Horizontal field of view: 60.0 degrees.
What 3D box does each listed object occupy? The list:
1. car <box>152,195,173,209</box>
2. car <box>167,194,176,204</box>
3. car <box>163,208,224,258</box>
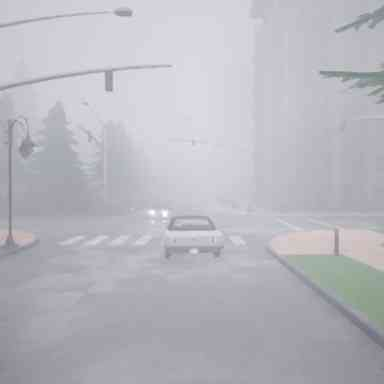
[{"bbox_3d":[-3.740,1.332,40.277,1.895,1.301,4.718,0,0,1],"label":"car"},{"bbox_3d":[-3.594,1.107,54.134,1.882,1.535,5.008,0,0,1],"label":"car"},{"bbox_3d":[-0.104,1.509,12.423,1.895,1.301,4.718,0,0,-4],"label":"car"}]
